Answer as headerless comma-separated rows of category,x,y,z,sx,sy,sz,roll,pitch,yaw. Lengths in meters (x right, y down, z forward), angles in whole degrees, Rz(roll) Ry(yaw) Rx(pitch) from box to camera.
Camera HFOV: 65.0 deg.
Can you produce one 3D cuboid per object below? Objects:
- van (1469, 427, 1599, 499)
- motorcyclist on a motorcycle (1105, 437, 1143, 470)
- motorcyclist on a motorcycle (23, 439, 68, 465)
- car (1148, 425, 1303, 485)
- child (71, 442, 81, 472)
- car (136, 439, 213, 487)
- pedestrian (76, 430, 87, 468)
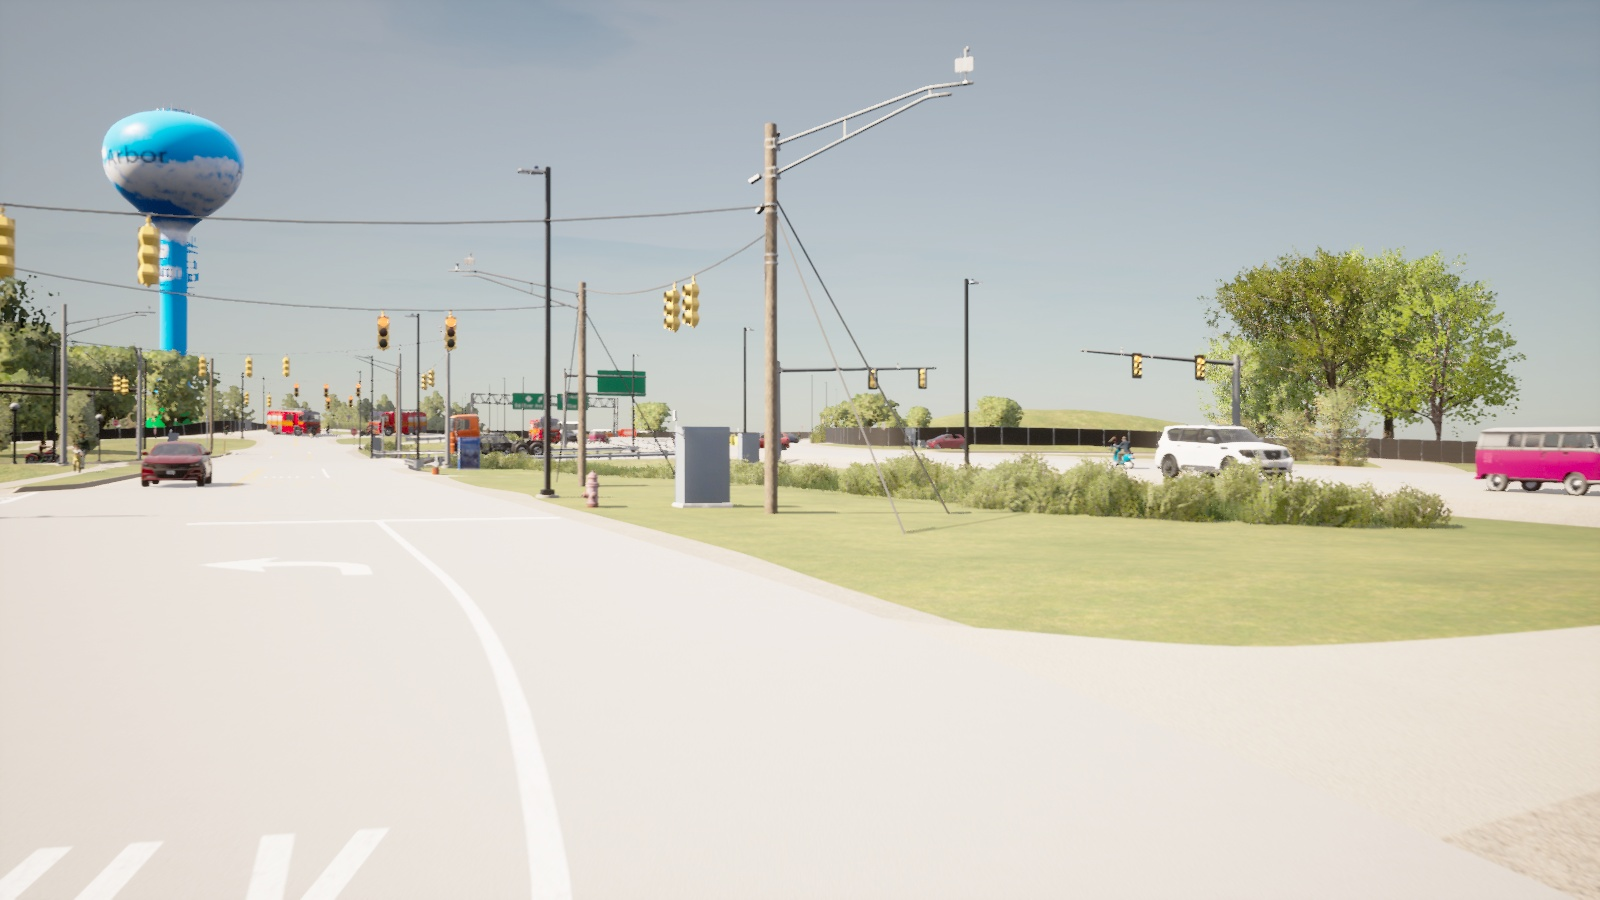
van,22.251,0.336,36.891,1.775,1.987,4.442,0,1,-22
motorcyclist on a motorcycle,16.005,0.155,62.103,0.866,1.590,1.817,0,1,-22
motorcyclist on a motorcycle,-47.451,0.120,78.980,2.350,1.649,0.766,0,1,-26
car,15.180,0.126,45.215,2.150,2.045,5.566,0,1,-22
child,-31.022,0.288,53.795,0.270,1.263,0.437,0,-1,-18
car,-21.151,0.402,42.630,1.882,1.535,5.008,0,0,-21
pedestrian,-35.224,-0.031,61.564,0.353,1.847,0.614,0,-1,-22
